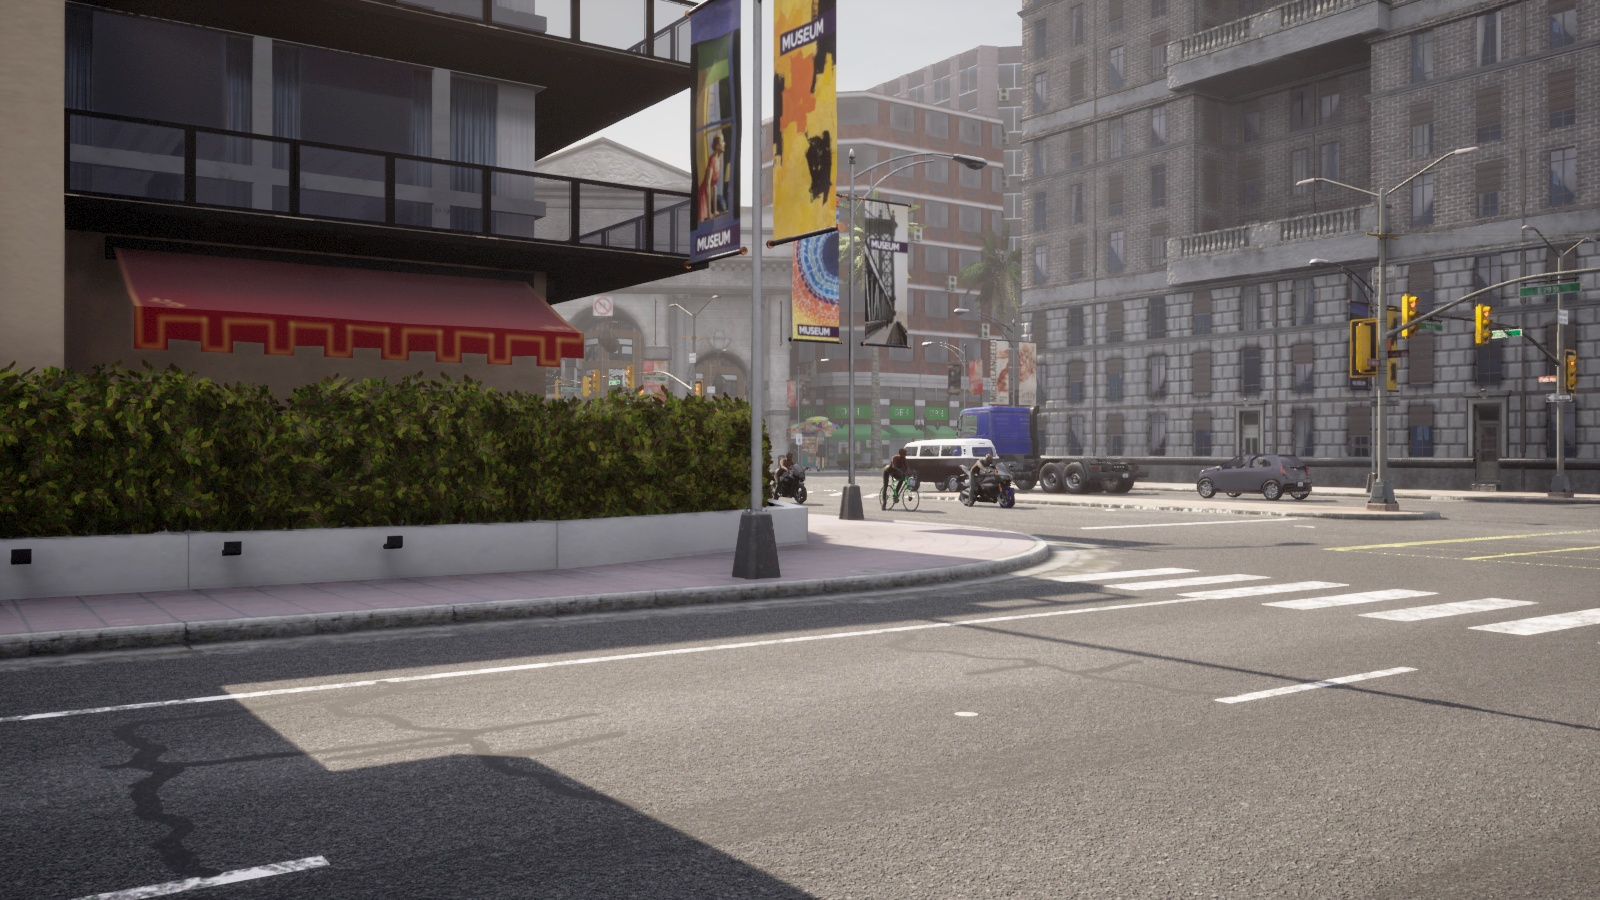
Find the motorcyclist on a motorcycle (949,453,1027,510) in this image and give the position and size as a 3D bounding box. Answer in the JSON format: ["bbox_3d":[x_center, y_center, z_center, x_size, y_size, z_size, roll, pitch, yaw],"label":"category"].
[{"bbox_3d":[5.192,0.854,34.869,0.866,1.530,2.191,0,0,-35],"label":"motorcyclist on a motorcycle"}]

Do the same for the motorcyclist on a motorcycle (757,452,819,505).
[{"bbox_3d":[-0.372,0.818,36.784,0.797,1.523,2.044,0,0,-35],"label":"motorcyclist on a motorcycle"}]

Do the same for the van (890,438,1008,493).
[{"bbox_3d":[5.675,0.574,48.287,2.069,2.038,4.480,0,0,-34],"label":"van"}]

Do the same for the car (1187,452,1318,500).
[{"bbox_3d":[14.795,0.828,41.201,1.845,1.501,3.633,0,0,-35],"label":"car"}]

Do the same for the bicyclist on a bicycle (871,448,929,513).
[{"bbox_3d":[2.565,0.772,32.513,0.582,1.620,1.656,0,0,-35],"label":"bicyclist on a bicycle"}]

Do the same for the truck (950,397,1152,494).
[{"bbox_3d":[9.565,-0.138,48.807,2.891,3.462,7.936,0,0,-35],"label":"truck"}]
